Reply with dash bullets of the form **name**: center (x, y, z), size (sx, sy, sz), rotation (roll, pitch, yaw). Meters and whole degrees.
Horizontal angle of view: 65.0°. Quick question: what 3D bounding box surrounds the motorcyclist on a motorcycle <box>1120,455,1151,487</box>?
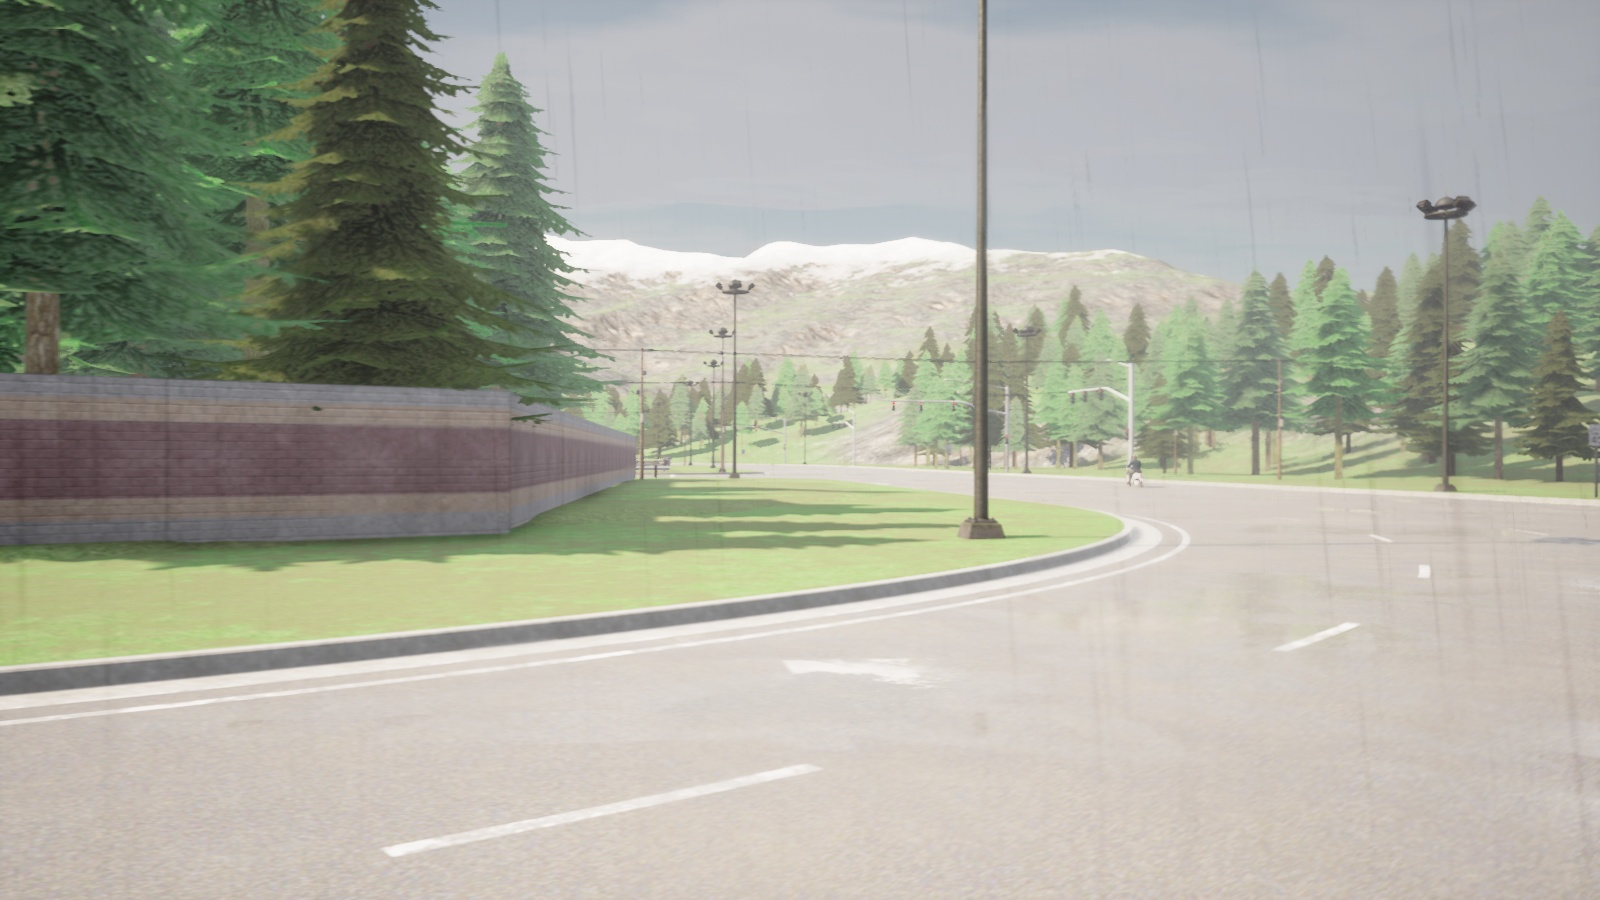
- **motorcyclist on a motorcycle**: center (16.834, 1.024, 63.100), size (0.866, 1.590, 1.817), rotation (0, 0, -8)
